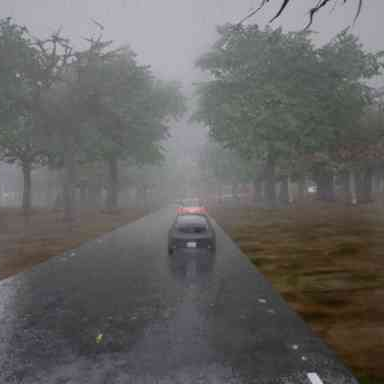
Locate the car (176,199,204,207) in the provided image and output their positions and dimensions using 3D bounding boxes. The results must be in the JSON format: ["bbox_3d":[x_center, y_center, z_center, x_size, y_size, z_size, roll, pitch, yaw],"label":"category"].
[{"bbox_3d":[-0.007,1.609,29.083,2.097,1.767,4.553,0,-1,0],"label":"car"}]

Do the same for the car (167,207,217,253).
[{"bbox_3d":[-0.001,1.640,14.304,1.837,1.490,4.892,0,0,0],"label":"car"}]

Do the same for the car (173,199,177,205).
[{"bbox_3d":[-3.025,2.118,71.018,1.994,1.385,4.181,0,0,0],"label":"car"}]
